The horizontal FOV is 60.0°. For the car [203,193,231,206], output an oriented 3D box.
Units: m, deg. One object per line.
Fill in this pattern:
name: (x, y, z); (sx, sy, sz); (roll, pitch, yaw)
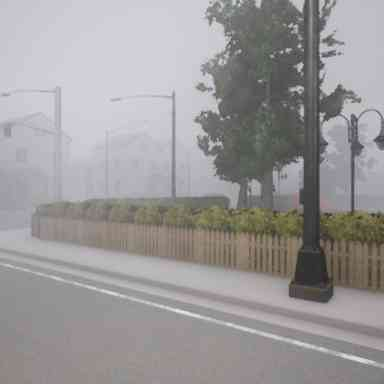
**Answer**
car: (3.526, 1.153, 48.178); (2.150, 2.045, 5.566); (0, 0, 35)
